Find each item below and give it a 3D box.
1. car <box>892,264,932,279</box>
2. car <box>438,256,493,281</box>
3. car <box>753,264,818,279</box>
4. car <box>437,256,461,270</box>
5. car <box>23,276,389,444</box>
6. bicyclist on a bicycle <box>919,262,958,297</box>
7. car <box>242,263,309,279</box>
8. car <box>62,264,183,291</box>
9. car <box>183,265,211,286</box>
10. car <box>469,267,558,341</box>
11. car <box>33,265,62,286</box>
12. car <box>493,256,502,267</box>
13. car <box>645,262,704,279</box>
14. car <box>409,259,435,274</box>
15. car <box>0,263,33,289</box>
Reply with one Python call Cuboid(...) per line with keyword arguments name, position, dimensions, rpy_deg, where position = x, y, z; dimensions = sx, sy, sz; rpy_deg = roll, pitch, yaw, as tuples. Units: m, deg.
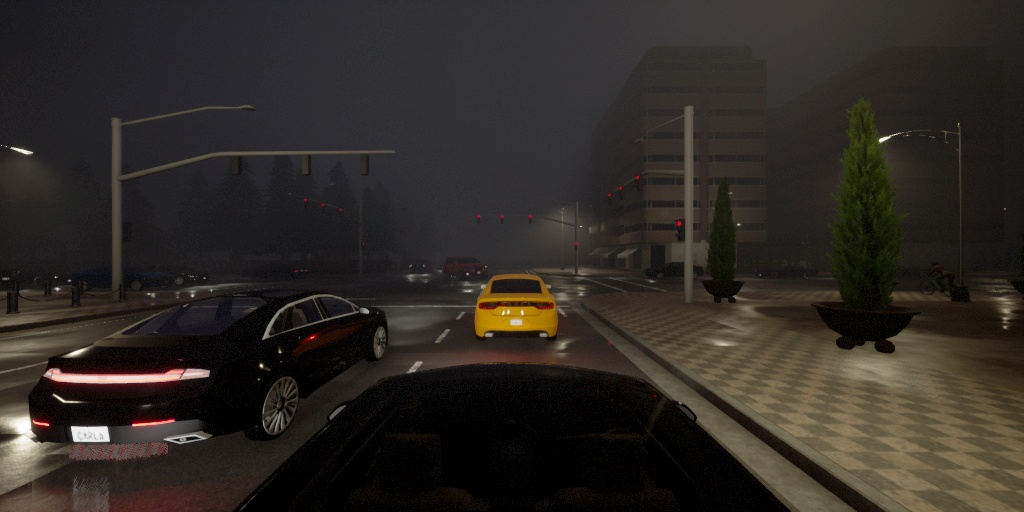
Cuboid(name="car", position=(34.925, 1.406, 32.563), dimensions=(4.718, 1.301, 1.895), rpy_deg=(0, 0, 0))
Cuboid(name="car", position=(-4.195, 0.999, 31.209), dimensions=(2.150, 2.045, 5.566), rpy_deg=(-1, 1, -33))
Cuboid(name="car", position=(24.726, 1.406, 32.545), dimensions=(4.718, 1.301, 1.895), rpy_deg=(0, 0, 0))
Cuboid(name="car", position=(-9.578, 0.970, 54.922), dimensions=(2.150, 2.045, 5.566), rpy_deg=(0, 0, 7))
Cuboid(name="car", position=(-3.423, 1.242, 5.354), dimensions=(2.128, 1.511, 4.902), rpy_deg=(0, 0, 1))
Cuboid(name="bicyclist on a bicycle", position=(20.288, 1.106, 17.051), dimensions=(0.582, 1.620, 1.656), rpy_deg=(0, 0, 0))
Cuboid(name="car", position=(-20.996, 1.353, 31.941), dimensions=(5.357, 1.411, 2.033), rpy_deg=(0, 0, 8))
Cuboid(name="car", position=(-23.432, 1.283, 21.721), dimensions=(5.008, 1.535, 1.882), rpy_deg=(0, 0, 0))
Cuboid(name="car", position=(-24.015, 1.310, 25.231), dimensions=(4.892, 1.490, 1.837), rpy_deg=(0, 0, 1))
Cuboid(name="car", position=(0.107, 1.228, 9.936), dimensions=(1.882, 1.535, 5.008), rpy_deg=(0, 0, 0))
Cuboid(name="car", position=(-33.757, 1.353, 25.194), dimensions=(5.357, 1.411, 2.033), rpy_deg=(0, 0, 0))
Cuboid(name="car", position=(-4.127, 1.242, 62.232), dimensions=(2.128, 1.511, 4.902), rpy_deg=(0, 0, 21))
Cuboid(name="car", position=(14.649, 1.283, 32.520), dimensions=(5.008, 1.535, 1.882), rpy_deg=(0, 0, 0))
Cuboid(name="car", position=(-10.366, 1.102, 41.512), dimensions=(2.097, 1.767, 4.553), rpy_deg=(0, 0, 2))
Cuboid(name="car", position=(-33.367, 1.027, 21.697), dimensions=(5.566, 2.045, 2.150), rpy_deg=(0, 0, 0))
